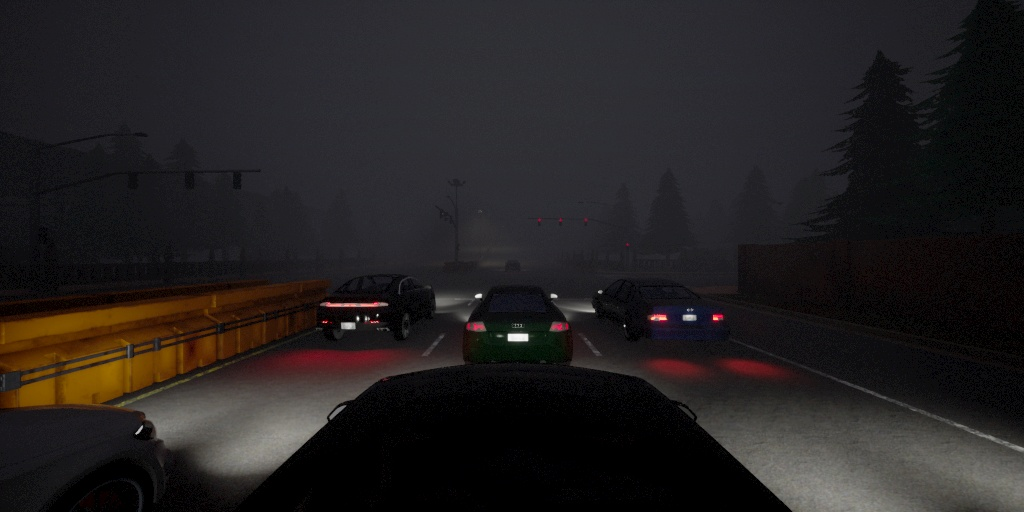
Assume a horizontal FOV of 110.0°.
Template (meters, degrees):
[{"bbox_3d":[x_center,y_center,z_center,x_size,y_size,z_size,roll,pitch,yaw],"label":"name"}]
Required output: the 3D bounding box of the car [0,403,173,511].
[{"bbox_3d":[-3.403,1.276,0.638,1.812,1.442,4.674,0,0,0],"label":"car"}]

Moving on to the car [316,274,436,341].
[{"bbox_3d":[-3.400,1.241,9.875,2.128,1.511,4.902,0,0,0],"label":"car"}]

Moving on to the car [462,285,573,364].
[{"bbox_3d":[0.099,1.314,7.924,1.994,1.385,4.181,0,0,0],"label":"car"}]

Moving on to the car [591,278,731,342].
[{"bbox_3d":[3.599,1.297,9.781,2.033,1.411,5.357,0,0,0],"label":"car"}]

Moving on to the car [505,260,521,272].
[{"bbox_3d":[0.096,1.228,45.975,1.882,1.535,5.008,0,0,0],"label":"car"}]
